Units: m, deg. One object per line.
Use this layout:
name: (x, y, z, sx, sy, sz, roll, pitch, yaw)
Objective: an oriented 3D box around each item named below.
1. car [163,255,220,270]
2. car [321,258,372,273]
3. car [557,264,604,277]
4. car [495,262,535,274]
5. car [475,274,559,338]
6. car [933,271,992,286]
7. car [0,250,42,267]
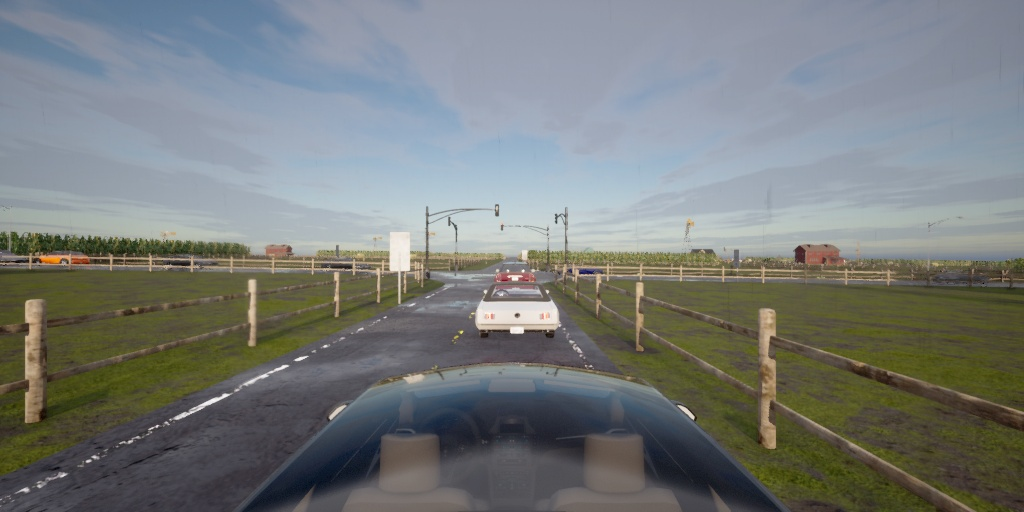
car: (-32.813, 0.674, 36.773, 4.892, 1.490, 1.837, 1, 0, 0)
car: (-16.848, 0.962, 36.722, 4.892, 1.490, 1.837, 1, 0, 0)
car: (6.946, 1.504, 36.647, 4.718, 1.301, 1.895, 1, 0, 0)
car: (0.180, 1.104, 19.123, 2.097, 1.767, 4.553, 0, 0, 1)
car: (0.124, 1.352, 10.135, 1.895, 1.301, 4.718, 0, 0, 0)
car: (45.845, 2.222, 36.526, 4.181, 1.385, 1.994, 1, 0, 0)
car: (-52.699, 0.361, 36.910, 5.357, 1.411, 2.033, 1, 0, 0)
